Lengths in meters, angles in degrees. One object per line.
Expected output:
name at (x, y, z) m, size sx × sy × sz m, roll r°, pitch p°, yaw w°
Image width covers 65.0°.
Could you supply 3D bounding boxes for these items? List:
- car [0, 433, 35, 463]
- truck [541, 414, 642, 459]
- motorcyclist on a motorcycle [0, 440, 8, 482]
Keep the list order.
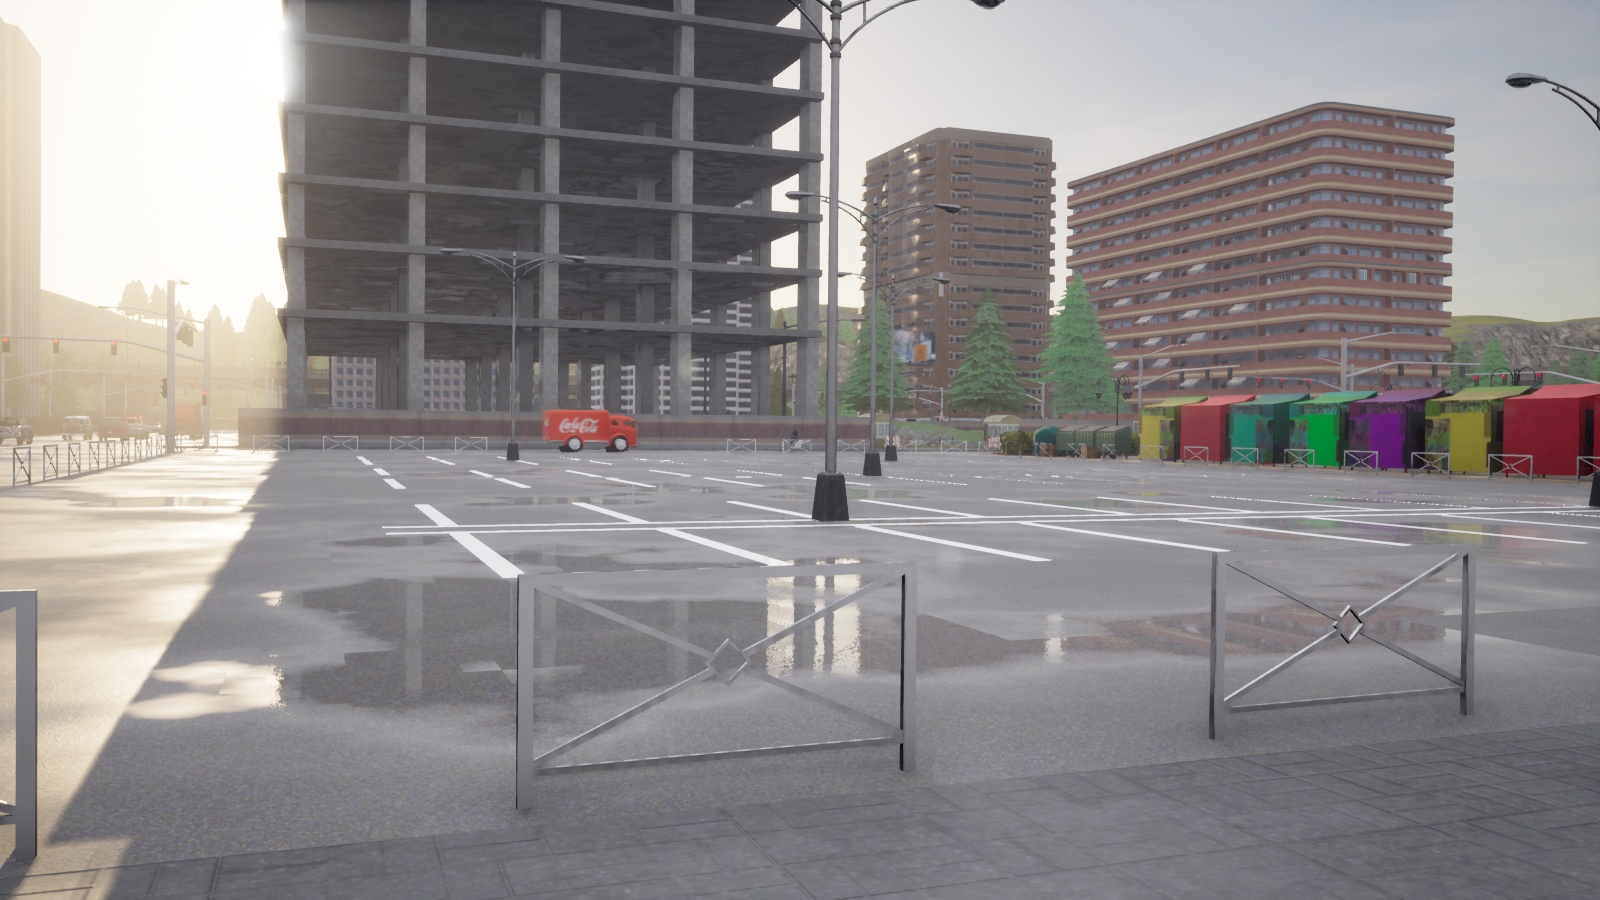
car at (-51.124, -0.155, 81.270) m, size 1.932 × 1.855 × 4.605 m, roll -1°, pitch 1°, yaw -21°
truck at (-11.984, -0.788, 72.124) m, size 5.204 × 2.467 × 2.627 m, roll -1°, pitch 1°, yaw -21°
motorcyclist on a motorcycle at (-30.040, 0.402, 46.434) m, size 0.866 × 1.530 × 2.191 m, roll -1°, pitch 1°, yaw -21°
